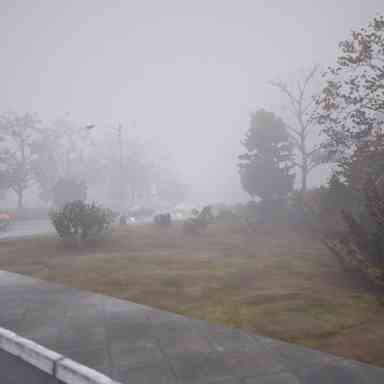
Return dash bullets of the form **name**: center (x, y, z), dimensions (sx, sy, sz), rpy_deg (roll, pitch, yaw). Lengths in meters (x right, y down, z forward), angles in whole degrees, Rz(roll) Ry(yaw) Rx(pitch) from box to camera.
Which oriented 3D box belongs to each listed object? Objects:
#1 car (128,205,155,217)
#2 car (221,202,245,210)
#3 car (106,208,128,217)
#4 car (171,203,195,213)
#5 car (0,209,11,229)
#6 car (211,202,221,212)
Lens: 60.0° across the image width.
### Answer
- **car**: center (-6.604, 2.391, 42.069), dimensions (1.812, 1.442, 4.674), rpy_deg (-3, -2, 32)
- **car**: center (6.863, 2.194, 50.048), dimensions (2.033, 1.411, 5.357), rpy_deg (-3, -2, 32)
- **car**: center (-8.787, 2.170, 31.729), dimensions (1.837, 1.490, 4.892), rpy_deg (-3, -2, 33)
- **car**: center (-1.310, 2.453, 50.485), dimensions (1.812, 1.442, 4.674), rpy_deg (-3, -2, 33)
- **car**: center (-16.886, 2.161, 26.052), dimensions (2.097, 1.767, 4.553), rpy_deg (-3, -2, 33)
- **car**: center (4.685, 2.316, 53.165), dimensions (1.837, 1.490, 4.892), rpy_deg (-3, -2, 32)
